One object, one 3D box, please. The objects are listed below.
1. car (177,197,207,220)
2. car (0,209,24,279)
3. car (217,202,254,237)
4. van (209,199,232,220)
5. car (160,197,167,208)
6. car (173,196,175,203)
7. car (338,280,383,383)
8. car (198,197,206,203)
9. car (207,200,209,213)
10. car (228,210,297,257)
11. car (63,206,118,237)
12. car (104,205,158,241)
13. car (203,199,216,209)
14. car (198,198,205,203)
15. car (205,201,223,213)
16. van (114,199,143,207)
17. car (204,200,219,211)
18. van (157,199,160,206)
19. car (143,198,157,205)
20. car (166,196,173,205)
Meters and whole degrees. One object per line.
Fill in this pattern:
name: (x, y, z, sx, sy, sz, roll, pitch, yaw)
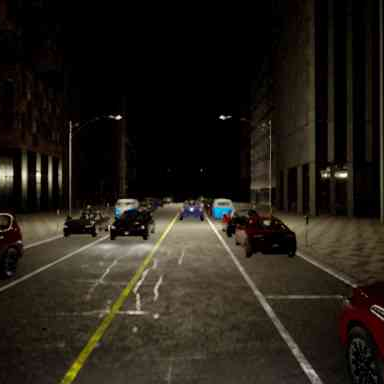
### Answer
car: (-0.007, 1.572, 30.373, 2.097, 1.767, 4.553, 0, 0, 0)
car: (-5.773, 1.370, 7.536, 2.192, 1.841, 5.009, 0, 0, 0)
car: (2.734, 1.575, 18.776, 1.967, 1.590, 4.097, 0, 0, 0)
van: (2.717, 1.557, 29.994, 1.690, 1.788, 3.998, 0, 0, 0)
car: (-5.853, 1.948, 57.848, 1.752, 1.417, 4.829, 0, 0, 0)
car: (-5.888, 2.048, 80.456, 1.967, 1.590, 4.097, 0, 0, 0)
car: (2.761, 1.330, 1.950, 2.192, 1.841, 5.009, 0, 0, 0)
car: (2.628, 2.094, 86.083, 1.967, 1.590, 4.097, 0, 0, 0)
car: (2.708, 1.801, 35.602, 1.887, 1.381, 4.507, 0, 0, 0)
car: (2.743, 1.639, 13.166, 1.887, 1.381, 4.507, 0, 0, 0)
car: (-5.791, 1.686, 18.752, 2.008, 1.369, 4.403, 0, 0, 0)
car: (-3.030, 1.657, 17.741, 1.812, 1.442, 4.674, 0, -1, 0)
car: (2.681, 1.906, 52.600, 1.752, 1.417, 4.829, 0, 0, 0)
car: (2.619, 2.283, 91.690, 1.802, 1.307, 4.206, 0, 0, 0)
car: (2.699, 1.863, 41.211, 1.947, 1.339, 4.313, 0, 0, 0)
van: (-5.808, 1.557, 29.973, 1.690, 1.788, 3.998, 0, 0, 0)
car: (2.690, 1.864, 46.991, 1.752, 1.417, 4.829, 0, 0, 0)
van: (-5.835, 1.679, 46.801, 1.690, 1.788, 3.998, 0, 0, 0)
car: (-5.826, 1.737, 41.191, 1.967, 1.590, 4.097, 0, 0, 0)
car: (-5.879, 2.128, 74.845, 1.947, 1.339, 4.313, 0, 0, 0)
